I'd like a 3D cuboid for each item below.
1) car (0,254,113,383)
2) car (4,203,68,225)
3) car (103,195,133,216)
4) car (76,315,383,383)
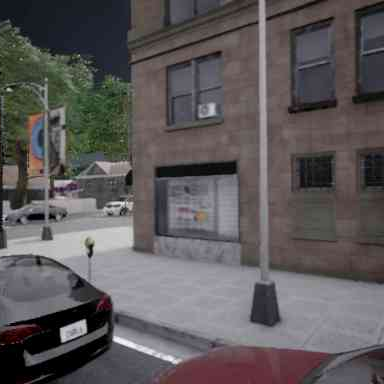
[{"bbox_3d":[-3.025,1.623,4.961,4.313,1.339,1.947,-1,0,35],"label":"car"},{"bbox_3d":[-12.199,1.668,26.091,2.128,1.511,4.902,-1,0,34],"label":"car"},{"bbox_3d":[-6.426,1.344,34.186,2.150,2.045,5.566,-1,0,36],"label":"car"},{"bbox_3d":[1.471,1.579,1.761,4.206,1.307,1.802,-1,0,35],"label":"car"}]
